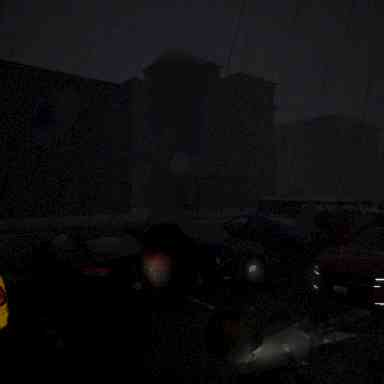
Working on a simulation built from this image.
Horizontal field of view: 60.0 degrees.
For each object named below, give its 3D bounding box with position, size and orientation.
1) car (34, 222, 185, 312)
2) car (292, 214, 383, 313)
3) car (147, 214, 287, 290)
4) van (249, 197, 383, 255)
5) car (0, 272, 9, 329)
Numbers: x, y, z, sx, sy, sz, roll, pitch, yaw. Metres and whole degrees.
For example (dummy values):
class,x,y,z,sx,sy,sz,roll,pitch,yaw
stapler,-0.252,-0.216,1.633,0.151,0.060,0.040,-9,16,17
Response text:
class,x,y,z,sx,sy,sz,roll,pitch,yaw
car,-2.356,1.502,7.760,2.002,1.452,4.674,-1,0,-35
car,4.635,1.418,7.291,5.008,1.535,1.882,-1,0,-35
car,-0.093,1.440,9.381,2.097,1.535,5.008,-1,0,-35
van,4.510,1.171,12.511,1.878,1.987,4.442,-1,0,-35
car,-4.731,1.479,6.298,1.946,1.575,5.366,-1,0,-35
